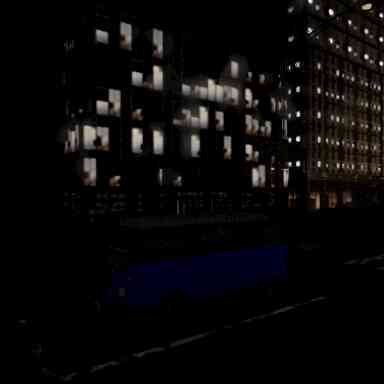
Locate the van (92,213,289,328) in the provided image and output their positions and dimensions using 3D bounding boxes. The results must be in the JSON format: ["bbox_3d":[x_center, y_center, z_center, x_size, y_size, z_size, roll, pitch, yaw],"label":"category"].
[{"bbox_3d":[0.160,1.343,6.680,3.998,1.788,1.690,0,0,-35],"label":"van"}]

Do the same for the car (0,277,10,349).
[{"bbox_3d":[-4.336,1.565,3.472,4.313,1.339,1.947,0,0,-35],"label":"car"}]
